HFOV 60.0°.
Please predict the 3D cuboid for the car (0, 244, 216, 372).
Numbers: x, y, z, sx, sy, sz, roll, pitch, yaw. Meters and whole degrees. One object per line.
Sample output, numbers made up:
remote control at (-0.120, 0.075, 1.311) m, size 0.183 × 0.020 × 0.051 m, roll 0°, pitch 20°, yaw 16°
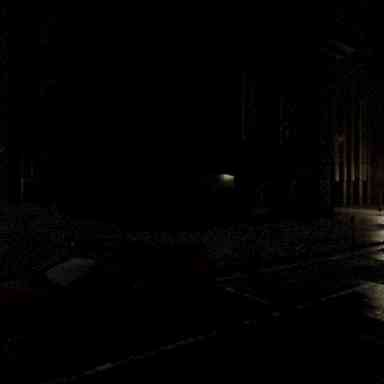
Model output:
car at (-1.488, 1.599, 5.598) m, size 4.206 × 1.307 × 1.802 m, roll 1°, pitch -1°, yaw -36°
